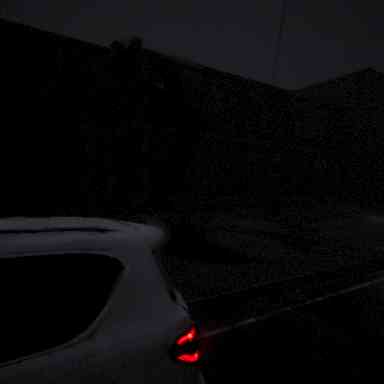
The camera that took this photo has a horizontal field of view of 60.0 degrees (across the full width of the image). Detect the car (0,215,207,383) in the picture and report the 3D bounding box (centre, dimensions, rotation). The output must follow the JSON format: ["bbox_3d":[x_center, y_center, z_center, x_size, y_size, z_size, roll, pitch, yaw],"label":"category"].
[{"bbox_3d":[-2.496,1.221,1.608,5.566,2.045,2.150,0,0,-35],"label":"car"}]
